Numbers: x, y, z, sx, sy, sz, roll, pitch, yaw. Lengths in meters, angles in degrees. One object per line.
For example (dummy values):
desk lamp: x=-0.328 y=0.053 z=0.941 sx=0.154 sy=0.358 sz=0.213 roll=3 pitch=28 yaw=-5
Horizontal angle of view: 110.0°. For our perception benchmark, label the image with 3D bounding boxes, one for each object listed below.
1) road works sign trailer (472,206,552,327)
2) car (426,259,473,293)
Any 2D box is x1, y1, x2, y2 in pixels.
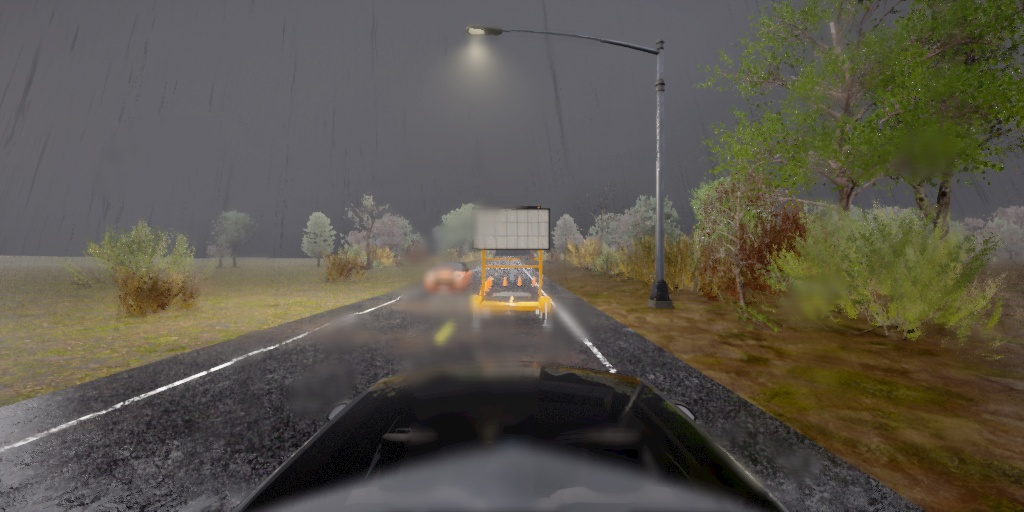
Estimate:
road works sign trailer: x=0.006 y=0.214 z=11.511 sx=2.380 sy=3.560 sz=2.880 roll=0 pitch=0 yaw=0
car: x=-3.489 y=1.098 z=20.692 sx=2.097 sy=1.767 sz=4.553 roll=0 pitch=0 yaw=0
